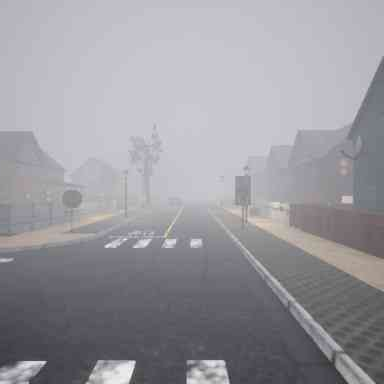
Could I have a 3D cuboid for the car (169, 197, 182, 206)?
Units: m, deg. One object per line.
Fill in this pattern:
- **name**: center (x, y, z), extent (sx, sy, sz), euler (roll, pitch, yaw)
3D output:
- **car**: center (-2.750, 1.553, 56.894), extent (2.128, 1.511, 4.902), euler (0, 0, 0)
